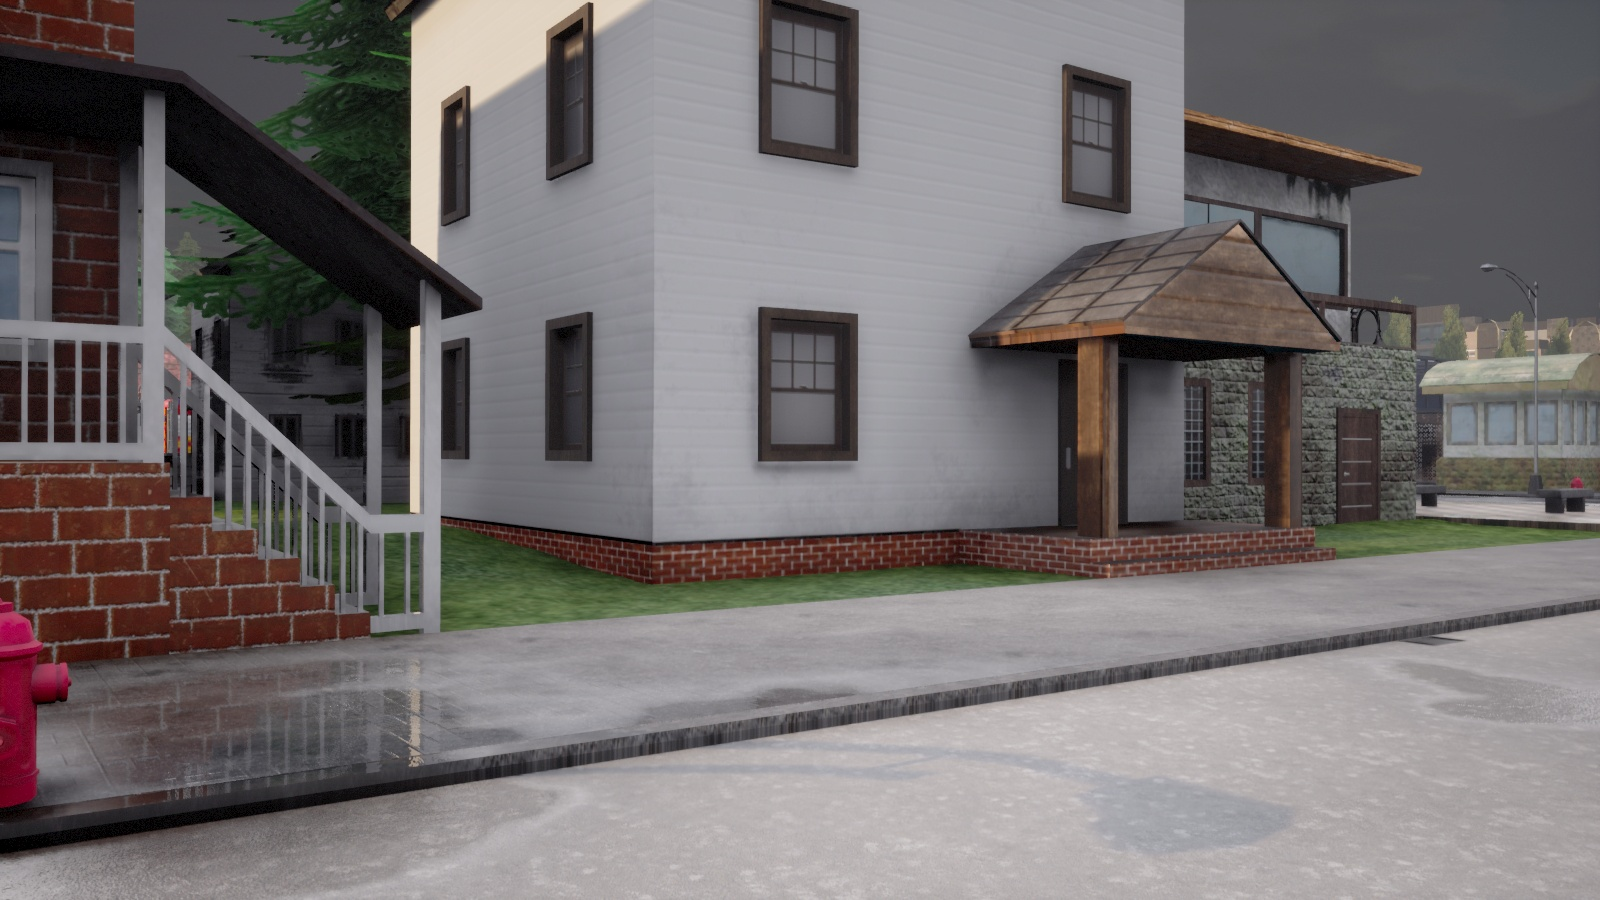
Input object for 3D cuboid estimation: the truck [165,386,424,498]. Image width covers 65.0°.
[{"bbox_3d":[-18.604,-0.266,46.530,8.468,3.827,2.891,0,0,-35],"label":"truck"}]
